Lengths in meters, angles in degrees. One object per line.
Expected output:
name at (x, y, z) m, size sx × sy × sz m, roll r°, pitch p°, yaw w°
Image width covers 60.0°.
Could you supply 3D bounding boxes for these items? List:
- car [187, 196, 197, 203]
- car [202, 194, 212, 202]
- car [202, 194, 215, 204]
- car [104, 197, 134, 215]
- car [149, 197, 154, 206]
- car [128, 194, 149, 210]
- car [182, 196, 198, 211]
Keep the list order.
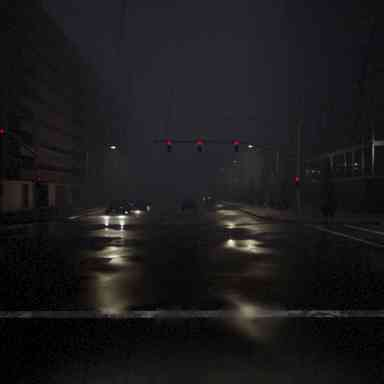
car at (-0.028, 1.547, 69.253) m, size 2.033 × 1.411 × 5.357 m, roll 0°, pitch 0°, yaw 1°
car at (3.418, 1.355, 74.492) m, size 2.097 × 1.767 × 4.553 m, roll 0°, pitch 0°, yaw 1°
car at (3.419, 1.491, 64.627) m, size 2.128 × 1.511 × 4.902 m, roll 0°, pitch 0°, yaw 1°
car at (-7.488, 1.526, 34.132) m, size 1.812 × 1.442 × 4.674 m, roll 0°, pitch 0°, yaw 0°
car at (-7.375, 1.547, 54.506) m, size 2.033 × 1.411 × 5.357 m, roll 0°, pitch 0°, yaw 1°
car at (-7.480, 1.221, 44.042) m, size 2.150 × 2.045 × 5.566 m, roll 0°, pitch 0°, yaw 1°
car at (-0.278, 1.547, 41.682) m, size 2.033 × 1.411 × 5.357 m, roll 0°, pitch 0°, yaw 1°
